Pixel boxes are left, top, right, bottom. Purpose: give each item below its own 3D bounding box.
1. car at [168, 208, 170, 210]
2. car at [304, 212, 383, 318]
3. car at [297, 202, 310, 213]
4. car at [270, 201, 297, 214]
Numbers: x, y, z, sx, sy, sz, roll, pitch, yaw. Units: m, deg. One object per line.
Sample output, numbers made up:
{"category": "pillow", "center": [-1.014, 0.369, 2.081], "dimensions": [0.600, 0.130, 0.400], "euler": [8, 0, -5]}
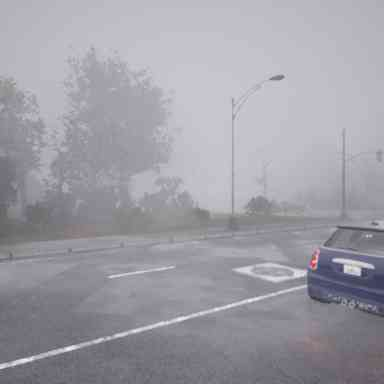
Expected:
{"category": "car", "center": [-2.985, 2.799, 59.201], "dimensions": [2.097, 1.767, 4.553], "euler": [0, -3, -32]}
{"category": "car", "center": [4.477, 1.354, 6.896], "dimensions": [4.553, 1.767, 2.097], "euler": [0, 0, -35]}
{"category": "car", "center": [12.364, 1.815, 41.263], "dimensions": [2.128, 1.511, 4.902], "euler": [0, -2, -32]}
{"category": "car", "center": [9.483, 1.817, 39.268], "dimensions": [1.837, 1.490, 4.892], "euler": [0, -2, -32]}
